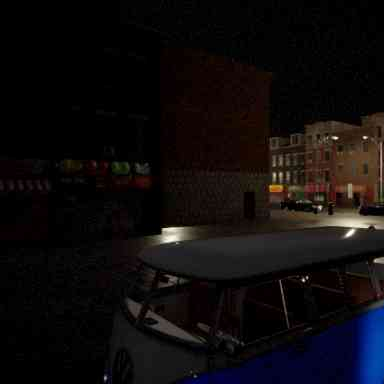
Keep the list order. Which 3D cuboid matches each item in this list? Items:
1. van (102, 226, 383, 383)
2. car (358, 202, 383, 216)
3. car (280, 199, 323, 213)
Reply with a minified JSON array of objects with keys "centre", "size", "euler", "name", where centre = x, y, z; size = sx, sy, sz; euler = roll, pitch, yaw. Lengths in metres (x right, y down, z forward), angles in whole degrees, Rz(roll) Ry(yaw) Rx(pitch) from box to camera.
[{"centre":[1.075,1.341,3.587],"size":[3.998,1.788,1.690],"euler":[0,0,-36],"name":"van"},{"centre":[17.125,1.571,29.575],"size":[1.994,1.385,4.181],"euler":[0,0,-35],"name":"car"},{"centre":[12.006,1.491,36.762],"size":[2.128,1.511,4.902],"euler":[0,0,-35],"name":"car"}]
